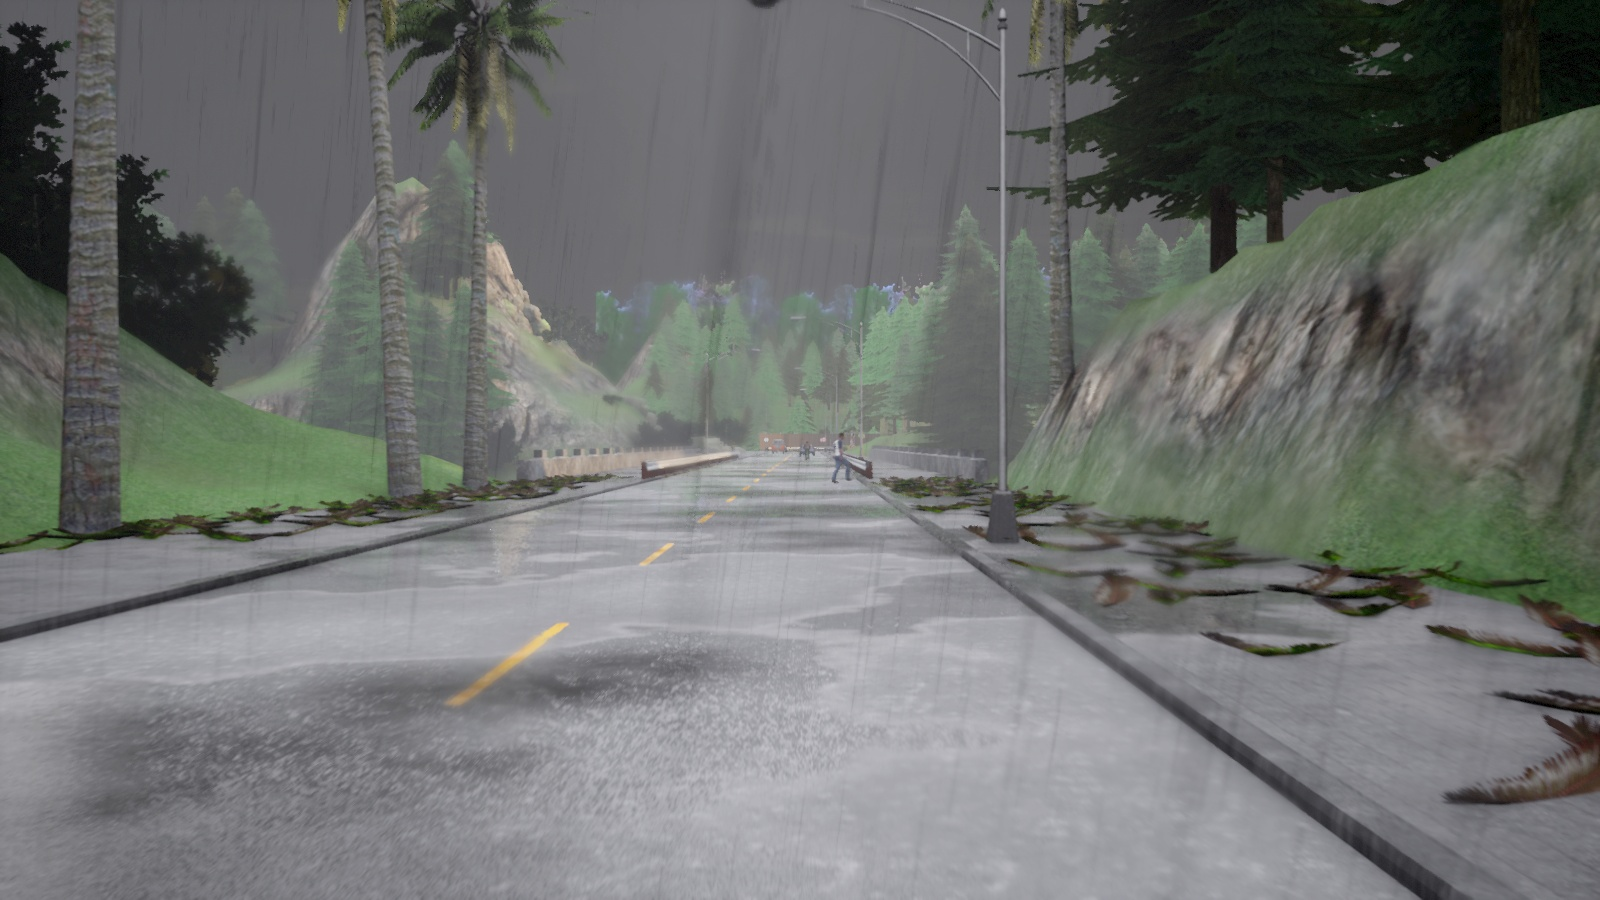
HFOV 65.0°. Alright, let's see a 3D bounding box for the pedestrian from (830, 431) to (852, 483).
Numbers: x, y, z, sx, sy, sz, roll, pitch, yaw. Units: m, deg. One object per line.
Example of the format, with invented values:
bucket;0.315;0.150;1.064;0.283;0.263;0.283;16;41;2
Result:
pedestrian;1.449;0.246;44.603;0.706;1.836;0.354;0;0;-22
